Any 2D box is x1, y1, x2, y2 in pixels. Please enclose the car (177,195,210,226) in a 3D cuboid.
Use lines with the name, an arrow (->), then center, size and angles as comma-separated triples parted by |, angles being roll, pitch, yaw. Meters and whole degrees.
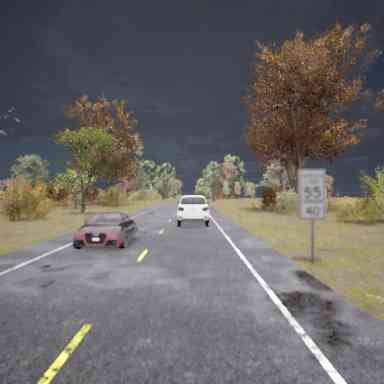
car -> 0.085, 1.245, 23.816 | 2.150, 2.045, 5.566 | 0, 0, 0

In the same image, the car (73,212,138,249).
car -> -3.588, 1.571, 14.373 | 1.994, 1.385, 4.181 | 0, 0, 0

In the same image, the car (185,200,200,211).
car -> 0.089, 1.679, 43.445 | 1.895, 1.301, 4.718 | 0, 0, 0
